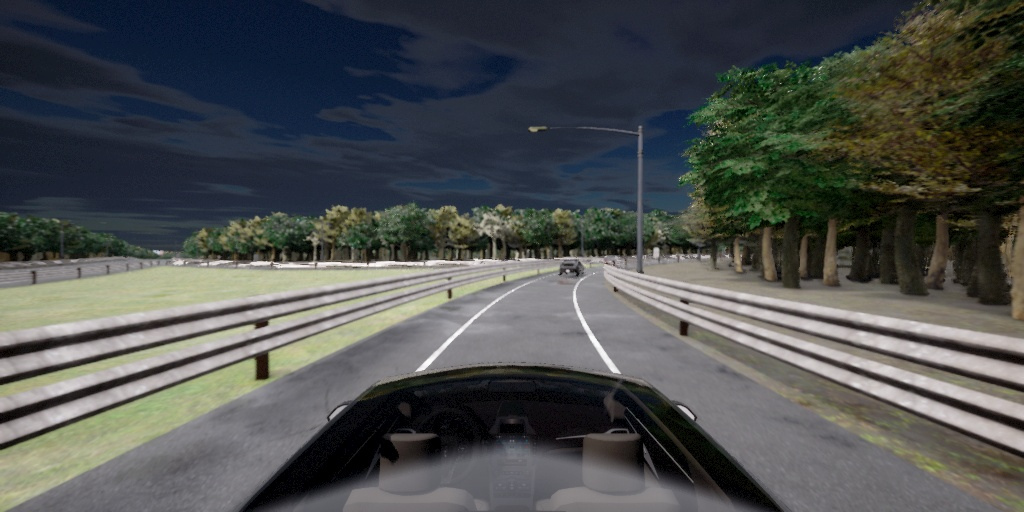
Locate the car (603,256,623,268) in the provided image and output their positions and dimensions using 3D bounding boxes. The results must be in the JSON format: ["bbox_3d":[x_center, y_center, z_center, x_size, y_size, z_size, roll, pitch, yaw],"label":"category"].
[{"bbox_3d":[15.264,0.815,54.046,2.097,1.767,4.553,0,1,31],"label":"car"}]

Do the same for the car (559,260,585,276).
[{"bbox_3d":[5.767,1.102,34.222,1.837,1.490,4.892,0,0,19],"label":"car"}]
